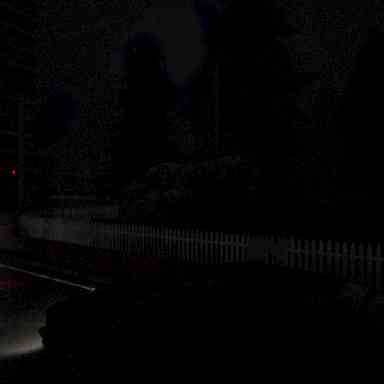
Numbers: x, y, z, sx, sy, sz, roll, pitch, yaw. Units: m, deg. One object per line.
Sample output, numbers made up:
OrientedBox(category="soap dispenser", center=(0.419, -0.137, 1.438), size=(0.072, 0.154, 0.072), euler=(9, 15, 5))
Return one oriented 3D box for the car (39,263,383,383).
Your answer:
OrientedBox(category="car", center=(0.588, 1.547, 3.575), size=(5.357, 1.411, 2.033), euler=(0, 0, 36))
